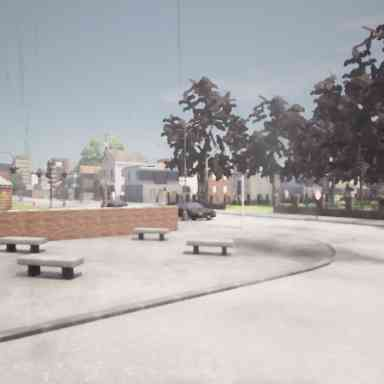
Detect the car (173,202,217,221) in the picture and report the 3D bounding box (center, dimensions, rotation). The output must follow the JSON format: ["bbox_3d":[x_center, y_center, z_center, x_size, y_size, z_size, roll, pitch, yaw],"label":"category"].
[{"bbox_3d":[-0.238,1.547,27.744,2.033,1.411,5.357,0,0,-35],"label":"car"}]

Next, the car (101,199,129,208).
[{"bbox_3d":[-9.498,1.547,40.873,2.033,1.411,5.357,0,0,-35],"label":"car"}]
